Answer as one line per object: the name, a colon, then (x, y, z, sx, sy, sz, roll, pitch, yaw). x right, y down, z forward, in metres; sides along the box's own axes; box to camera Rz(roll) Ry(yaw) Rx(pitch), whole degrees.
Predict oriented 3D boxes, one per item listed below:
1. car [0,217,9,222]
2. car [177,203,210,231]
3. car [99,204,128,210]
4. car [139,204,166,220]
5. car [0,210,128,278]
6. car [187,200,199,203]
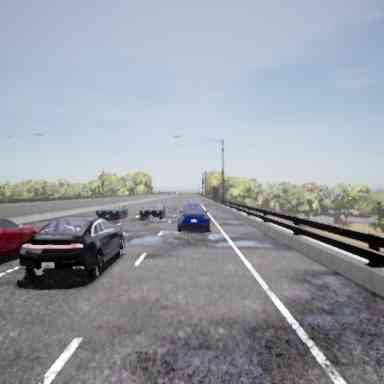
car: (-6.893, 1.509, 10.934, 1.882, 1.535, 5.008, 0, 0, 0)
car: (0.114, 1.623, 21.070, 1.994, 1.385, 4.181, 0, 0, 0)
car: (-6.881, 1.684, 29.260, 1.895, 1.301, 4.718, 0, 0, 0)
car: (-3.380, 1.684, 29.433, 1.895, 1.301, 4.718, 0, 0, 0)
car: (-3.394, 1.521, 10.269, 2.128, 1.511, 4.902, 0, 0, 0)
car: (0.128, 1.658, 39.341, 2.033, 1.411, 5.357, 0, 0, 0)
